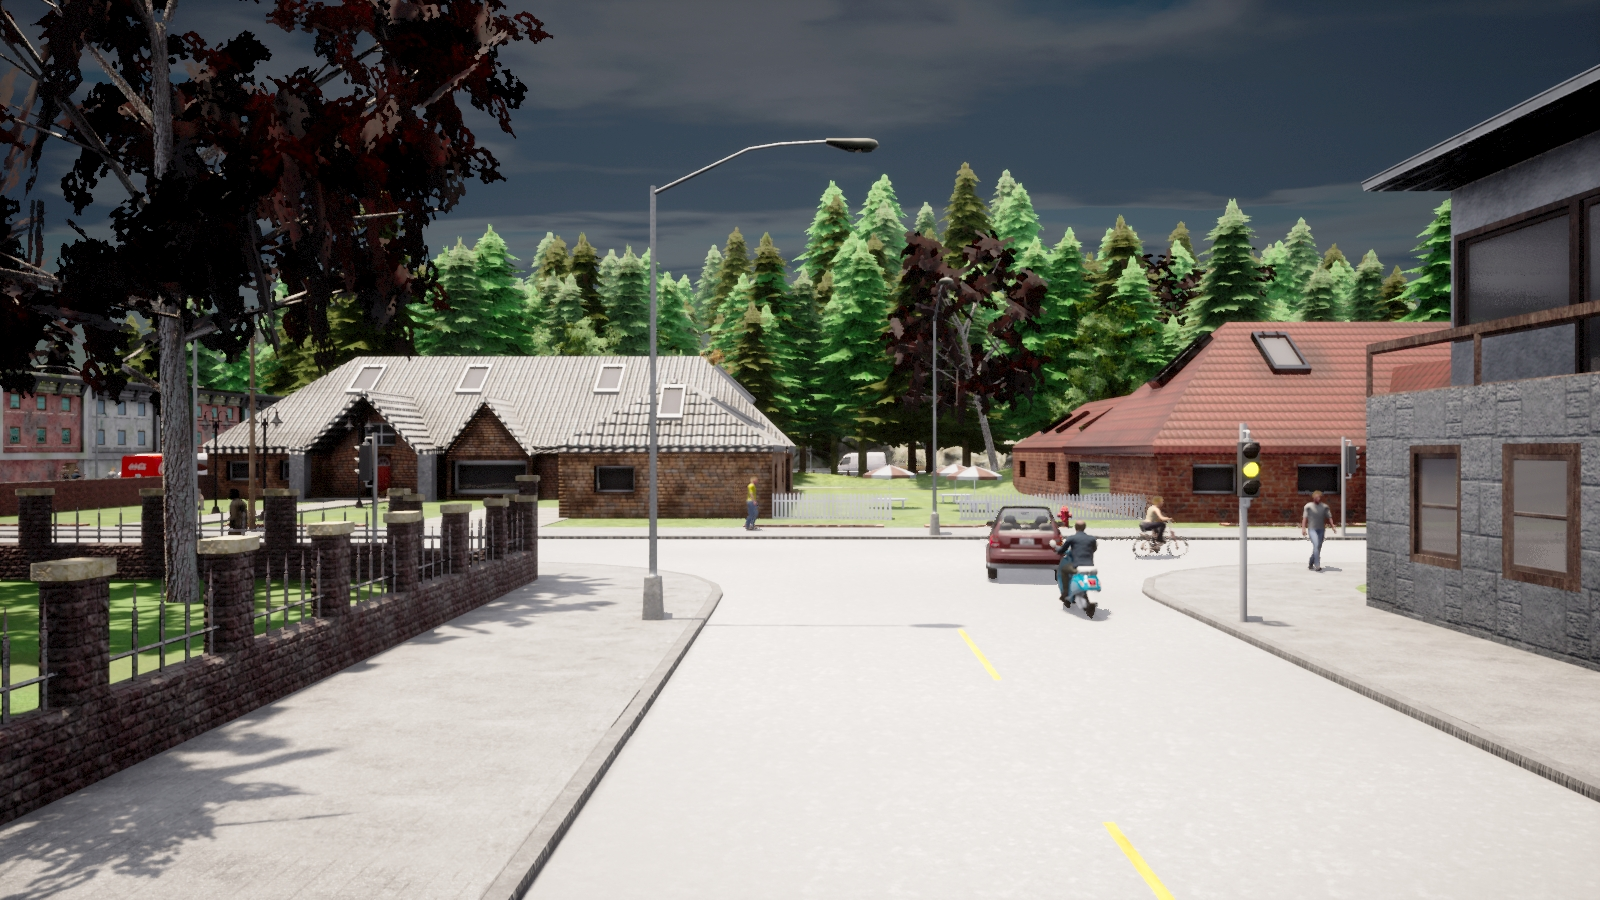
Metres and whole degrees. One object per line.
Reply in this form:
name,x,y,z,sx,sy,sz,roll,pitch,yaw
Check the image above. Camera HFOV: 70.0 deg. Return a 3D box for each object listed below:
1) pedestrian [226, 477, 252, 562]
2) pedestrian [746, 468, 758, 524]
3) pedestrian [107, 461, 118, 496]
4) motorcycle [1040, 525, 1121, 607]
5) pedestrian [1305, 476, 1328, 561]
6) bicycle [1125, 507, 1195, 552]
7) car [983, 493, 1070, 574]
pedestrian,-12.438,1.523,25.333,0.375,1.860,0.375,0,0,4
pedestrian,-1.605,1.524,37.960,0.375,1.860,0.375,0,0,2
pedestrian,-37.048,1.524,61.564,0.375,1.860,0.375,0,0,3
motorcycle,4.795,1.962,19.635,0.856,1.236,1.805,0,0,-3
pedestrian,11.441,1.518,25.322,0.375,1.860,0.375,0,0,8
bicycle,9.267,2.036,29.429,1.487,1.080,0.859,0,2,-8
car,5.090,1.805,25.743,1.789,1.549,3.705,0,0,11
